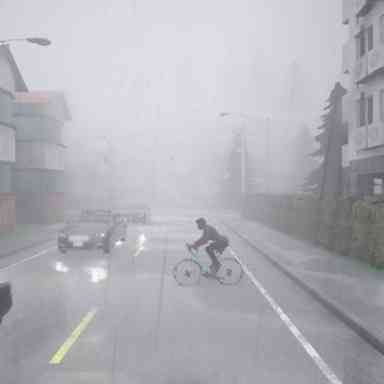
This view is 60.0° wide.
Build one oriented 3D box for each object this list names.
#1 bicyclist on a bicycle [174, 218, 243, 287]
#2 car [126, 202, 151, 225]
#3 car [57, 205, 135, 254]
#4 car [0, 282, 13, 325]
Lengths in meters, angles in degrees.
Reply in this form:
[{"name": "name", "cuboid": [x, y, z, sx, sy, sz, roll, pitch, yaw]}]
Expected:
[{"name": "bicyclist on a bicycle", "cuboid": [0.383, 1.437, 7.839, 1.656, 1.620, 0.582, -1, 0, -1]}, {"name": "car", "cuboid": [-4.059, 1.490, 24.180, 1.837, 1.490, 4.892, 0, 1, -1]}, {"name": "car", "cuboid": [-3.874, 1.485, 13.628, 2.128, 1.511, 4.902, 0, 0, -1]}, {"name": "car", "cuboid": [-3.628, 1.600, 2.864, 1.895, 1.301, 4.718, 0, 0, -1]}]
